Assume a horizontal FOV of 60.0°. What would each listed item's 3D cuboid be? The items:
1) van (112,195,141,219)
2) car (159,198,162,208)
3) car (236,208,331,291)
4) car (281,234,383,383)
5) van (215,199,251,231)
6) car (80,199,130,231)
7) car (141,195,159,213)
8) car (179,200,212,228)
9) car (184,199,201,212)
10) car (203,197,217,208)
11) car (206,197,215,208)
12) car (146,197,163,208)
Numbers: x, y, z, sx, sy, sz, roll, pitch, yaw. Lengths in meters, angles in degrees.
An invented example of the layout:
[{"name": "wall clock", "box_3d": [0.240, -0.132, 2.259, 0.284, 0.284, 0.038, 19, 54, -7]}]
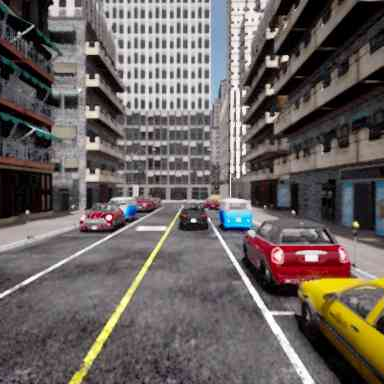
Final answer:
[{"name": "van", "box_3d": [-5.329, 1.317, 25.678, 1.690, 1.788, 3.998, -1, 0, 0]}, {"name": "car", "box_3d": [-5.328, 1.523, 42.326, 1.947, 1.339, 4.313, -1, 0, 0]}, {"name": "car", "box_3d": [2.554, 1.432, 9.051, 1.967, 1.590, 4.097, -1, 0, 0]}, {"name": "car", "box_3d": [2.556, 1.522, 3.672, 1.752, 1.417, 4.829, -1, 0, 0]}, {"name": "van", "box_3d": [2.552, 1.322, 20.149, 1.690, 1.788, 3.998, -1, 0, 0]}, {"name": "car", "box_3d": [-5.327, 1.421, 20.129, 1.967, 1.590, 4.097, -1, 0, 0]}, {"name": "car", "box_3d": [-5.331, 1.278, 36.776, 2.192, 1.841, 5.009, -1, 0, 0]}, {"name": "car", "box_3d": [0.097, 1.504, 21.830, 1.812, 1.442, 4.674, 0, 0, 0]}, {"name": "car", "box_3d": [0.097, 1.560, 39.995, 1.895, 1.301, 4.718, 0, 0, 0]}, {"name": "car", "box_3d": [2.551, 1.475, 48.065, 1.752, 1.417, 4.829, -1, 0, 0]}, {"name": "car", "box_3d": [2.552, 1.501, 42.346, 1.887, 1.381, 4.507, -1, 0, 0]}, {"name": "car", "box_3d": [-5.329, 1.495, 47.874, 1.887, 1.381, 4.507, -1, 0, 0]}]
